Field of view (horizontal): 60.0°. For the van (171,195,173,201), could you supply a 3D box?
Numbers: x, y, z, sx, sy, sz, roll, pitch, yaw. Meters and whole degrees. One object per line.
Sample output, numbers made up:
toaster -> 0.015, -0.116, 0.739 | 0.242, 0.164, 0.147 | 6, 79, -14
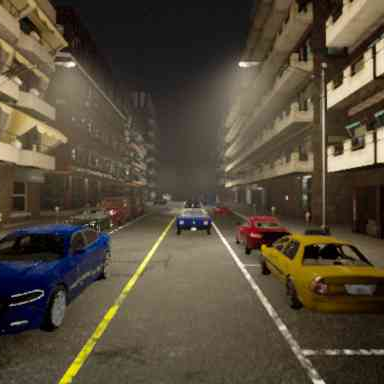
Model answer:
van -> -5.687, 1.392, 74.368 | 1.690, 1.788, 3.998 | 1, 0, 0

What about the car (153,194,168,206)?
car -> -5.687, 1.564, 57.484 | 1.752, 1.417, 4.829 | 1, 0, 0

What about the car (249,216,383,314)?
car -> 2.700, 1.531, 7.645 | 1.752, 1.417, 4.829 | 1, 0, 0

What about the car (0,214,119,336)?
car -> -3.102, 1.482, 7.069 | 1.882, 1.535, 5.008 | 0, 0, 0

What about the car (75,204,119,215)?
car -> -5.682, 1.578, 18.656 | 1.947, 1.339, 4.313 | 1, 0, 0

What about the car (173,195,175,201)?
car -> -5.690, 1.606, 79.937 | 2.008, 1.369, 4.403 | 1, 0, 0

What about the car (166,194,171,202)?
car -> -5.688, 1.609, 63.225 | 1.947, 1.339, 4.313 | 1, 0, 0

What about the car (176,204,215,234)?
car -> 0.094, 1.614, 19.241 | 1.895, 1.301, 4.718 | 0, 0, 0

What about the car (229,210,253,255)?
car -> 2.698, 1.591, 13.047 | 1.802, 1.307, 4.206 | 1, 0, 0

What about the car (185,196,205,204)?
car -> 0.094, 1.574, 39.373 | 2.033, 1.411, 5.357 | 0, 0, 0

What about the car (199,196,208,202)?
car -> 2.657, 1.622, 79.900 | 1.947, 1.339, 4.313 | 1, 0, 0

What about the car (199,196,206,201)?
car -> 2.656, 1.642, 85.471 | 1.802, 1.307, 4.206 | 1, 0, 0

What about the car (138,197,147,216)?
car -> -5.680, 1.335, 29.799 | 2.192, 1.841, 5.009 | 1, 0, 0

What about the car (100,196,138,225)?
car -> -5.679, 1.331, 24.227 | 2.192, 1.841, 5.009 | 1, 0, 0

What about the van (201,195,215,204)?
van -> 2.700, 1.377, 52.044 | 1.690, 1.788, 3.998 | 1, 0, 0

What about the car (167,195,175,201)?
car -> -5.692, 1.614, 91.081 | 2.008, 1.369, 4.403 | 1, 0, 0

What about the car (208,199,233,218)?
car -> 2.696, 1.602, 29.760 | 1.802, 1.307, 4.206 | 1, 0, 0
